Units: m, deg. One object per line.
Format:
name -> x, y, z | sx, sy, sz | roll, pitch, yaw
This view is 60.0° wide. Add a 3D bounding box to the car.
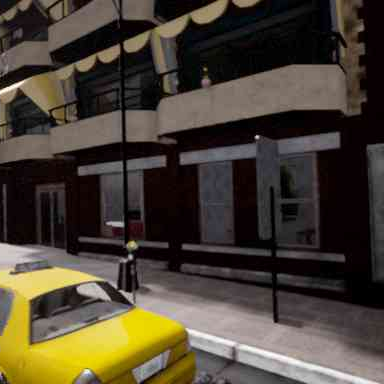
car -> -2.242, 1.566, 4.346 | 4.829, 1.417, 1.752 | -1, -2, 36
